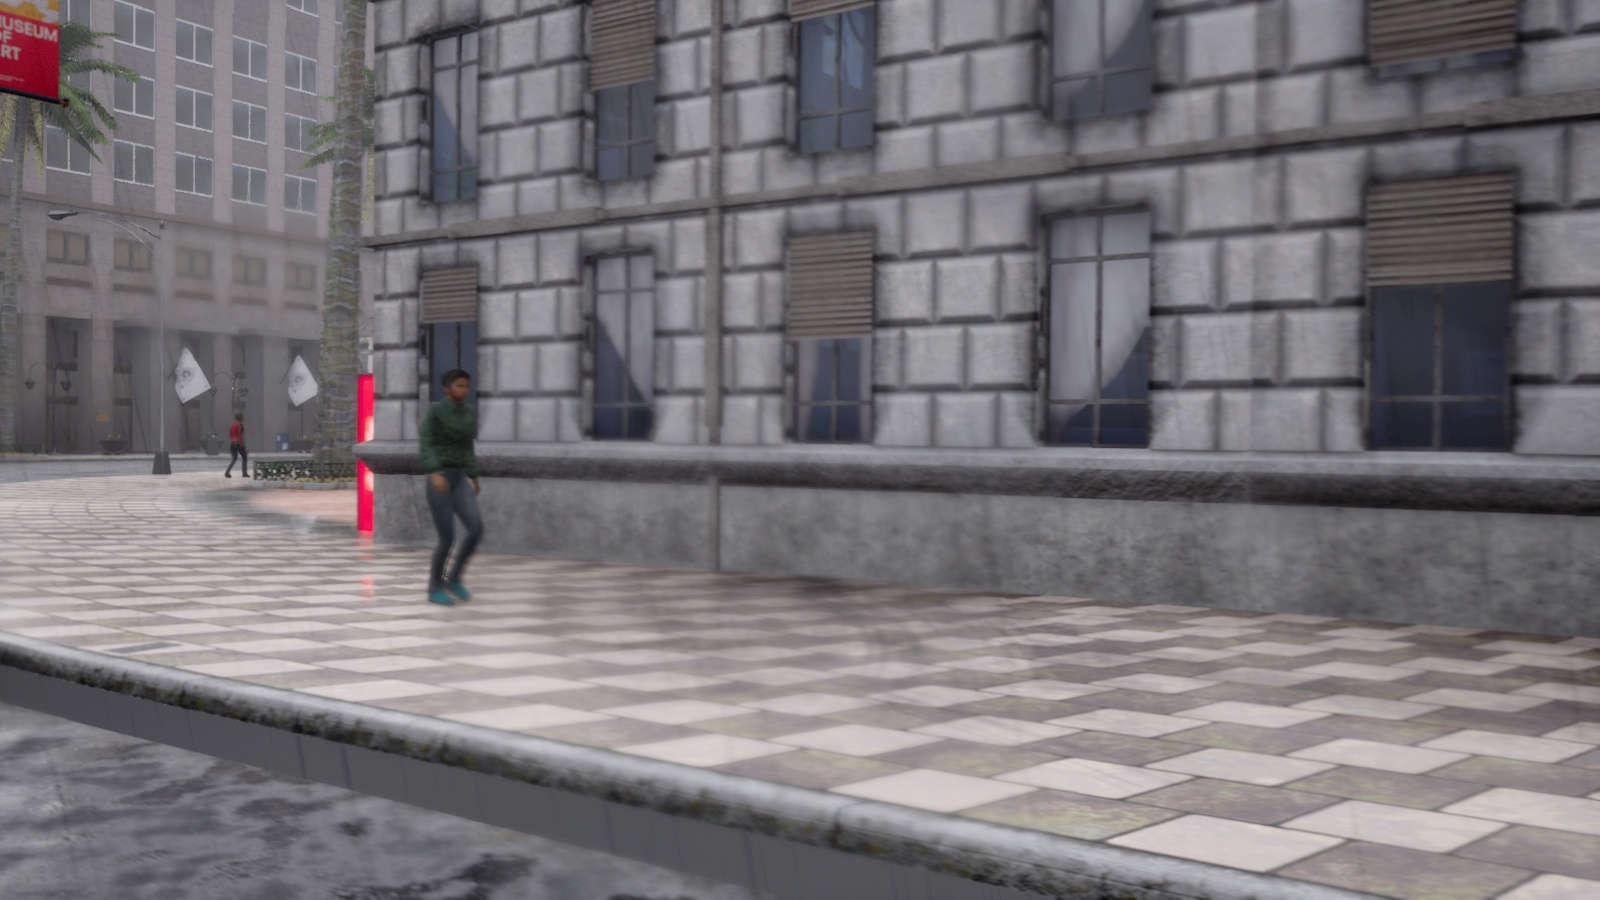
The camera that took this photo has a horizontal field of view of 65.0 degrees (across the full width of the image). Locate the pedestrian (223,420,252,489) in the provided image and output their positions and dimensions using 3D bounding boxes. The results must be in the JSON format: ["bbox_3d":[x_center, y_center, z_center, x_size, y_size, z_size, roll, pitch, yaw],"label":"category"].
[{"bbox_3d":[-15.172,0.116,33.858,0.331,1.846,0.636,0,1,24],"label":"pedestrian"}]

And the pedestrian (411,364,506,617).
[{"bbox_3d":[-2.579,0.294,9.488,0.614,1.847,0.353,0,1,35],"label":"pedestrian"}]
